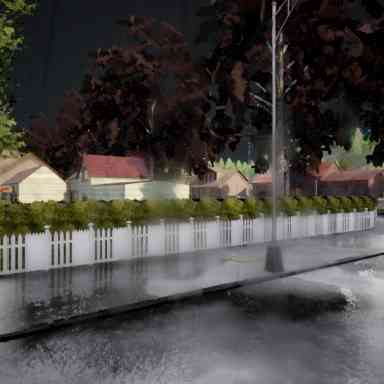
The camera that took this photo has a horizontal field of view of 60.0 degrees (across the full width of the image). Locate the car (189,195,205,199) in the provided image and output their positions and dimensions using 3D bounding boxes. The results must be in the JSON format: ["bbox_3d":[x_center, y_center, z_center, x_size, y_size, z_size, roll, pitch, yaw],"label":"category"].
[{"bbox_3d":[1.174,1.547,45.620,2.033,1.411,5.357,0,0,-35],"label":"car"}]
